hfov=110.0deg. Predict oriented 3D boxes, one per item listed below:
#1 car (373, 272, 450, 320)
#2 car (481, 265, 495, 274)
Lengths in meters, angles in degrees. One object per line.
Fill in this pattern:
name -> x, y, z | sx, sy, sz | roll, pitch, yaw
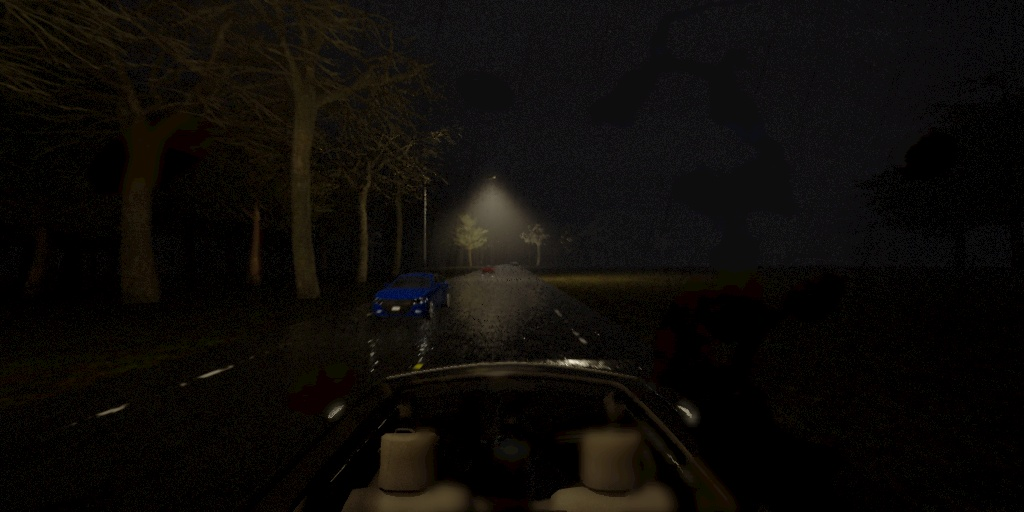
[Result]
car -> -3.600, 1.386, 13.635 | 1.882, 1.535, 5.008 | 0, -1, 0
car -> -3.569, 2.048, 54.709 | 1.895, 1.301, 4.718 | 0, -1, 0
